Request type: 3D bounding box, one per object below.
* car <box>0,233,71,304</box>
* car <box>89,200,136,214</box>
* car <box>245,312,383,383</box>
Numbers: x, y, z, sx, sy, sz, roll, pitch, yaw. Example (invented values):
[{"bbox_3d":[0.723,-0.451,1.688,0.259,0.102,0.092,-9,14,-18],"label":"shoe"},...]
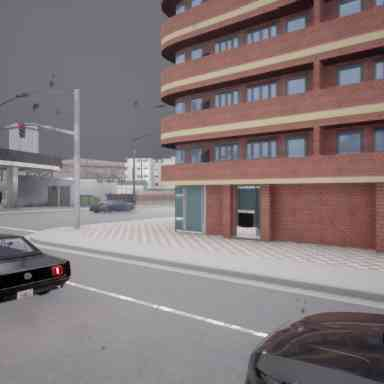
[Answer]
[{"bbox_3d":[-4.883,1.599,7.460,4.718,1.301,1.895,0,0,36],"label":"car"},{"bbox_3d":[-8.506,1.566,36.085,2.033,1.411,5.357,0,0,35],"label":"car"},{"bbox_3d":[2.699,1.514,2.070,4.892,1.490,1.837,0,0,35],"label":"car"}]
